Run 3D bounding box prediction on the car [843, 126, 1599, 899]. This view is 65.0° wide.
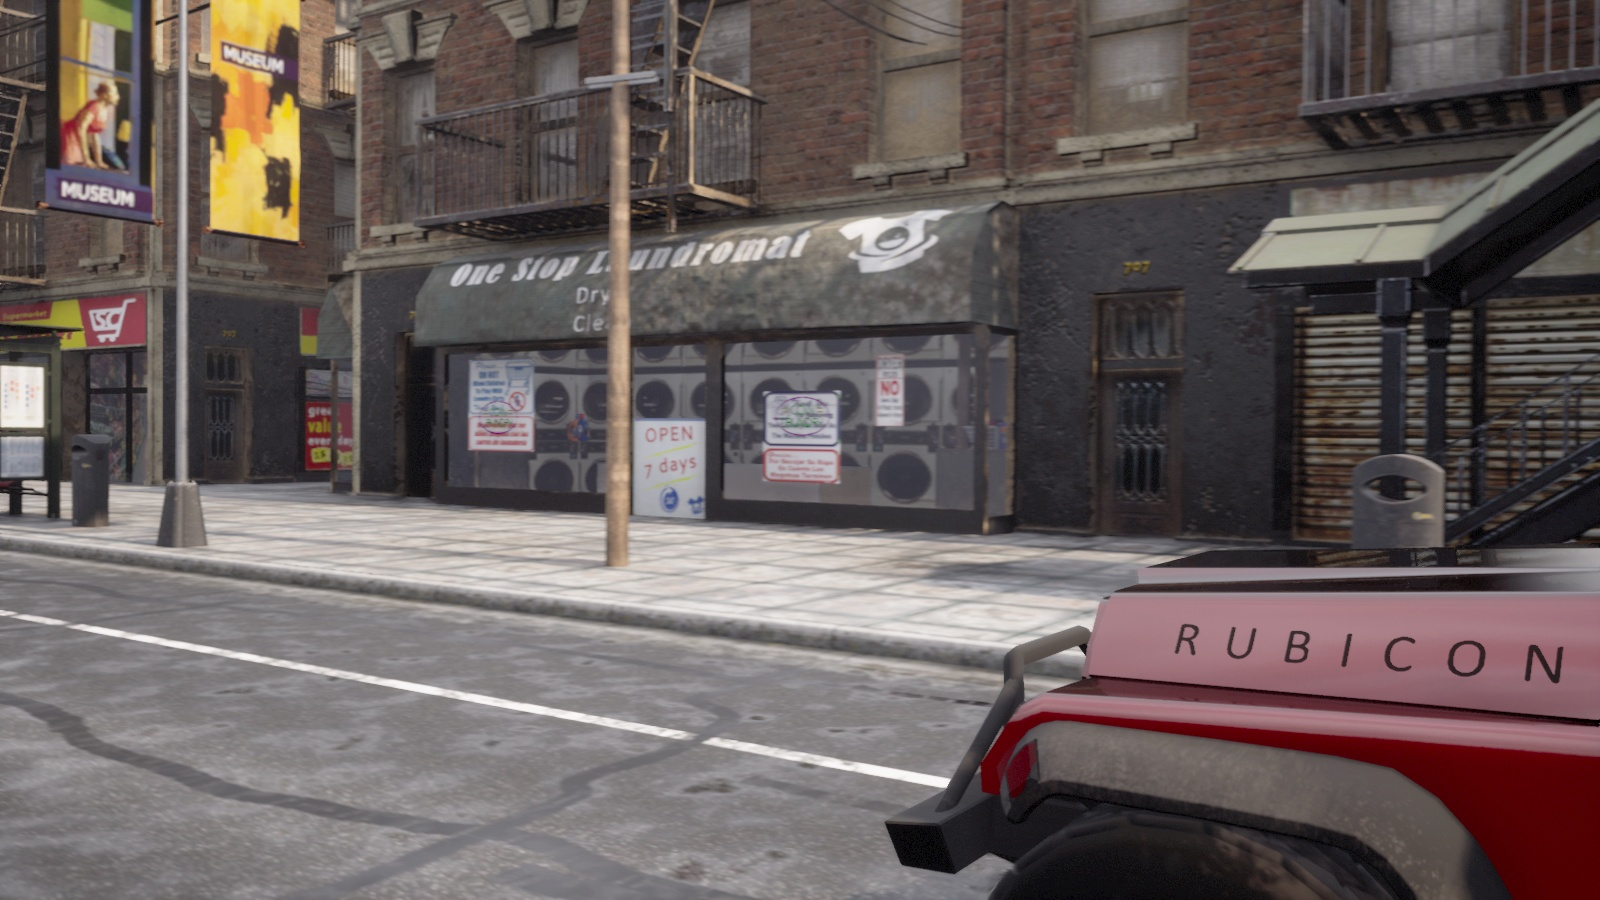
[{"bbox_3d":[2.229,0.478,2.138,3.866,1.878,1.905,0,1,34],"label":"car"}]
